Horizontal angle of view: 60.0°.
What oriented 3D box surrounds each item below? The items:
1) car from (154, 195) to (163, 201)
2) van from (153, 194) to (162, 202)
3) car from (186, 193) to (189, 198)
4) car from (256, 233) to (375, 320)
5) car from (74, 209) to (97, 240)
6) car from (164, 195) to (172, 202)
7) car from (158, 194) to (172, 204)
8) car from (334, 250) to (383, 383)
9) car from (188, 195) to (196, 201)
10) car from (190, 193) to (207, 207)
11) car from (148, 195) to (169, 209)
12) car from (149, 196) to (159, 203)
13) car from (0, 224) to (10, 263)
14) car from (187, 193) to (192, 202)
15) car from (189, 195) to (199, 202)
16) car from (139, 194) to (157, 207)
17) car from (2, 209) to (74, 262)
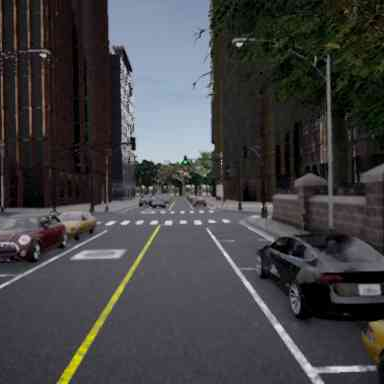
[{"bbox_3d":[-8.697,1.636,87.690,2.008,1.369,4.403,-1,0,-2],"label":"car"},{"bbox_3d":[-8.514,1.426,82.256,1.690,1.788,3.998,-1,0,-2],"label":"van"},{"bbox_3d":[0.195,1.464,77.114,1.887,1.381,4.507,-1,0,-2],"label":"car"},{"bbox_3d":[2.605,1.506,7.086,1.947,1.339,4.313,-1,0,-2],"label":"car"},{"bbox_3d":[-6.284,1.624,17.528,1.752,1.417,4.829,-1,0,-2],"label":"car"},{"bbox_3d":[-5.594,1.466,77.788,1.837,1.490,4.892,-1,0,-2],"label":"car"},{"bbox_3d":[-5.094,1.536,62.882,1.837,1.490,4.892,-1,0,-2],"label":"car"},{"bbox_3d":[2.786,1.469,1.802,1.752,1.417,4.829,-1,0,-2],"label":"car"},{"bbox_3d":[0.002,1.445,82.718,1.752,1.417,4.829,-1,0,-2],"label":"car"},{"bbox_3d":[1.128,1.363,49.942,1.967,1.590,4.097,-1,0,-2],"label":"car"},{"bbox_3d":[-4.602,1.584,46.340,2.033,1.411,5.357,-1,0,-3],"label":"car"},{"bbox_3d":[-8.131,1.610,71.217,1.752,1.417,4.829,-1,0,-2],"label":"car"},{"bbox_3d":[-5.914,1.650,6.791,1.887,1.381,4.507,-1,0,-2],"label":"car"},{"bbox_3d":[0.569,1.471,66.245,2.008,1.369,4.403,-1,0,-2],"label":"car"},{"bbox_3d":[0.382,1.464,71.680,1.887,1.381,4.507,-1,0,-2],"label":"car"},{"bbox_3d":[-7.580,1.402,55.084,2.192,1.841,5.009,-1,0,-2],"label":"car"},{"bbox_3d":[-6.104,1.542,12.244,1.967,1.590,4.097,-1,0,-2],"label":"car"}]
